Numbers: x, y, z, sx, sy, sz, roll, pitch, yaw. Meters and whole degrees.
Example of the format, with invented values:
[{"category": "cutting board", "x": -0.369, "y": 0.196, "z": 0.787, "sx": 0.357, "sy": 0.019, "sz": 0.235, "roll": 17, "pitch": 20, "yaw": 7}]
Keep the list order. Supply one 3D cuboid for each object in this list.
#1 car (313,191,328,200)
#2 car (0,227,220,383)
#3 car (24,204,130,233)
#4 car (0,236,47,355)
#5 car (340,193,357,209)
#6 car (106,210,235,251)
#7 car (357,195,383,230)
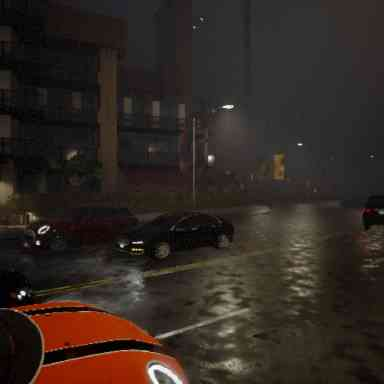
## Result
[{"category": "car", "x": 34.339, "y": 1.210, "z": 86.109, "sx": 2.185, "sy": 1.767, "sz": 4.553, "roll": 0, "pitch": 0, "yaw": -24}, {"category": "car", "x": -2.154, "y": 1.350, "z": 1.951, "sx": 4.553, "sy": 1.767, "sz": 2.097, "roll": 0, "pitch": 0, "yaw": -34}, {"category": "car", "x": -4.358, "y": 1.340, "z": 13.641, "sx": 4.553, "sy": 1.767, "sz": 2.097, "roll": 0, "pitch": 0, "yaw": -40}, {"category": "car", "x": -4.437, "y": 1.559, "z": 4.585, "sx": 4.181, "sy": 1.385, "sz": 1.994, "roll": 0, "pitch": 0, "yaw": -34}, {"category": "car", "x": 22.257, "y": 1.331, "z": 45.751, "sx": 2.097, "sy": 1.767, "sz": 4.553, "roll": 0, "pitch": 0, "yaw": 5}, {"category": "car", "x": -0.445, "y": 1.496, "z": 12.374, "sx": 4.892, "sy": 1.490, "sz": 1.837, "roll": 0, "pitch": 0, "yaw": -41}, {"category": "car", "x": 11.956, "y": 1.213, "z": 20.164, "sx": 2.150, "sy": 2.045, "sz": 5.566, "roll": 0, "pitch": 0, "yaw": 38}]
